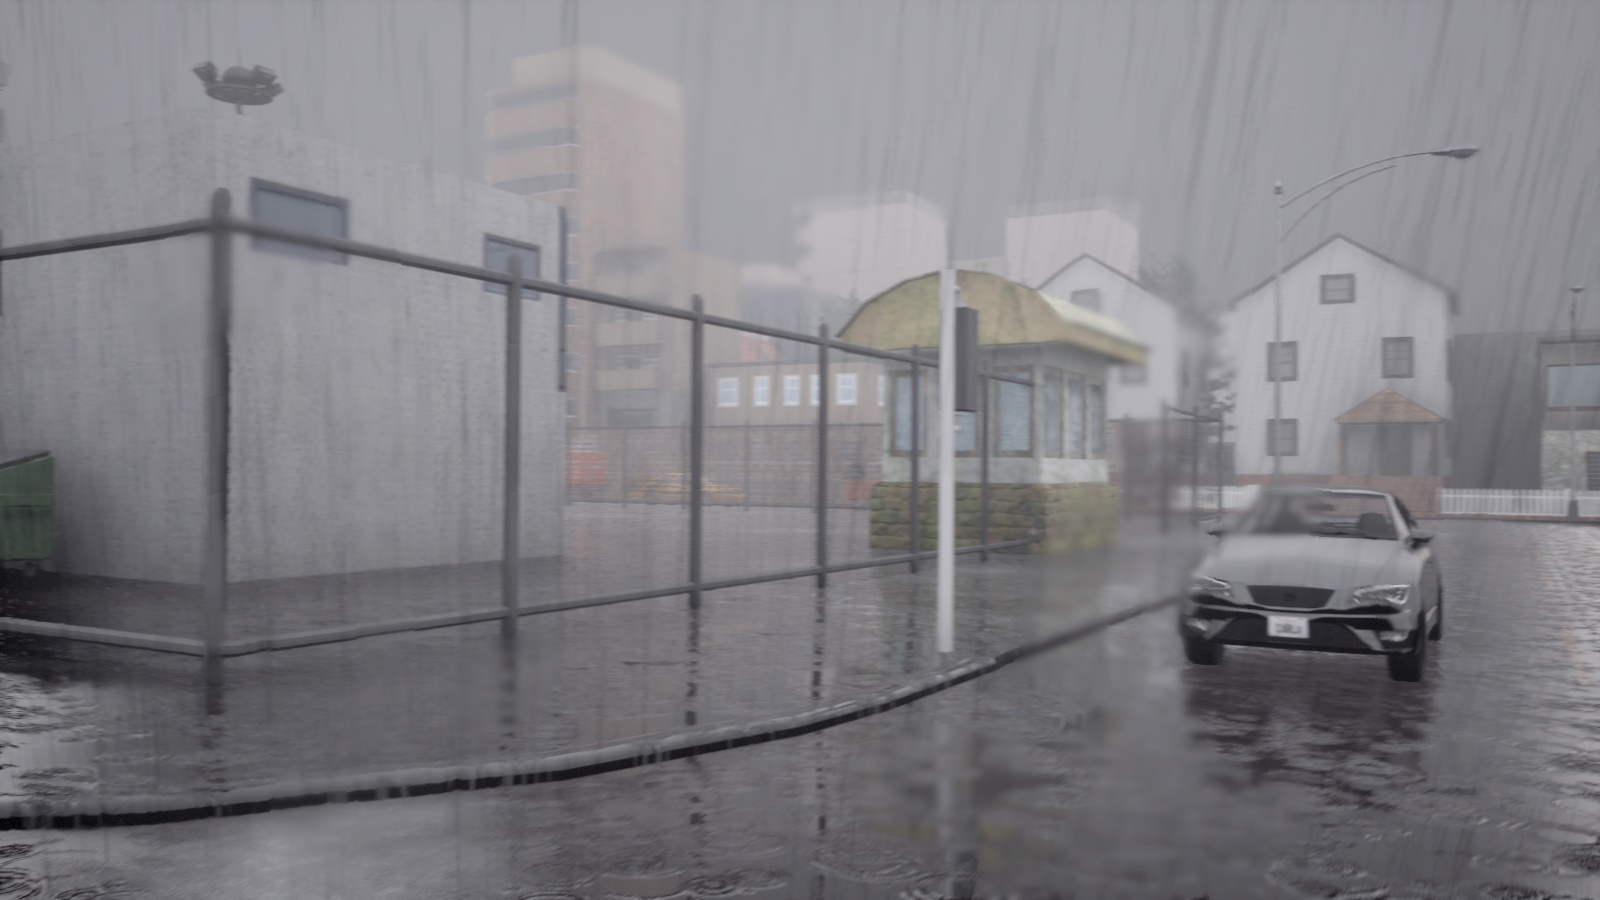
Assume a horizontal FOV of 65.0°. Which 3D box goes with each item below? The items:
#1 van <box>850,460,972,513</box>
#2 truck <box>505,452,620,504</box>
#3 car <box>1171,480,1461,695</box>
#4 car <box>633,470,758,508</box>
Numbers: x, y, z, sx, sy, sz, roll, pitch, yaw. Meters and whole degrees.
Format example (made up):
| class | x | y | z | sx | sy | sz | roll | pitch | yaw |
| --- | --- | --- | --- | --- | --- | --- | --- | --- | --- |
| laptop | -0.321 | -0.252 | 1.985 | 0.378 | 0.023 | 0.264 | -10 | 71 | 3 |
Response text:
| class | x | y | z | sx | sy | sz | roll | pitch | yaw |
| --- | --- | --- | --- | --- | --- | --- | --- | --- | --- |
| van | 4.338 | 1.407 | 49.172 | 4.442 | 1.987 | 1.775 | -1 | -1 | 32 |
| truck | -11.942 | 1.393 | 63.151 | 5.204 | 2.467 | 2.627 | -1 | -1 | 30 |
| car | 4.713 | 1.021 | 11.100 | 1.816 | 1.474 | 4.193 | -1 | -1 | 30 |
| car | -4.547 | 1.673 | 54.269 | 5.366 | 1.575 | 1.801 | -1 | -1 | 31 |
